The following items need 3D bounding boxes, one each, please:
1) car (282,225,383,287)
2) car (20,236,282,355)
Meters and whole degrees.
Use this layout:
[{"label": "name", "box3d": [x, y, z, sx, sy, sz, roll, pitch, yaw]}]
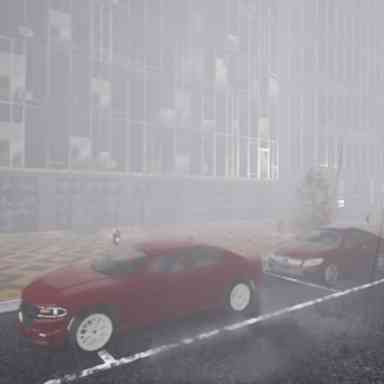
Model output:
[{"label": "car", "box3d": [3.999, 1.633, 9.415, 4.206, 1.307, 1.802, 0, 0, -36]}, {"label": "car", "box3d": [-0.634, 1.562, 6.106, 4.507, 1.381, 1.887, 0, 0, -36]}]
